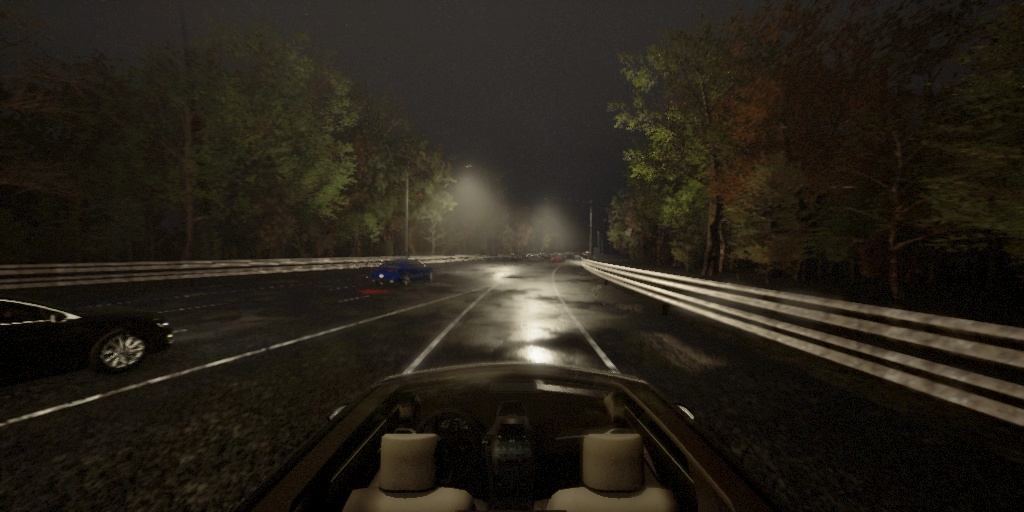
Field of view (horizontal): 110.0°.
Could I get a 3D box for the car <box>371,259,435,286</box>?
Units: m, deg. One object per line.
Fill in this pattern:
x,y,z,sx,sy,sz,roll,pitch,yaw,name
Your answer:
-6.528,0.922,22.019,1.882,1.535,5.008,1,1,15,car

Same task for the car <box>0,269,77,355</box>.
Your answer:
-10.902,1.099,5.519,1.882,1.535,5.008,1,1,15,car

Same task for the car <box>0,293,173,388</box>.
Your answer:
-7.527,1.171,4.605,1.837,1.490,4.892,1,1,15,car

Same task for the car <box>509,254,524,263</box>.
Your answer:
0.853,0.423,63.511,1.837,1.490,4.892,1,1,15,car
